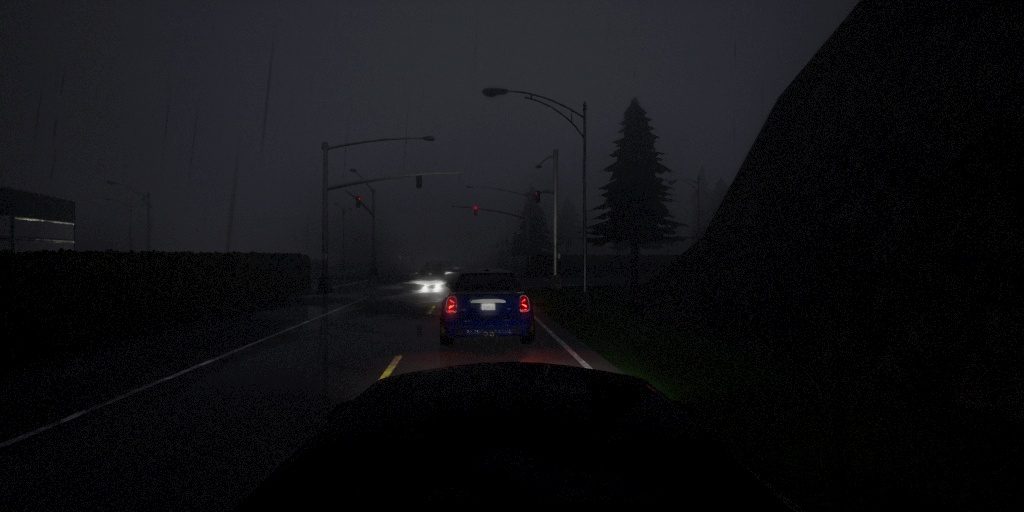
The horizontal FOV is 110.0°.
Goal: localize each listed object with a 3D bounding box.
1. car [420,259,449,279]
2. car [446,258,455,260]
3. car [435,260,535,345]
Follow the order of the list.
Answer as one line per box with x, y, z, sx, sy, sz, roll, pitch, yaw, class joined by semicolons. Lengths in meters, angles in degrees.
-7.103;1.242;32.343;2.128;1.511;4.902;0;0;-7;car
-8.674;1.314;45.602;1.994;1.385;4.181;0;0;-7;car
-0.737;1.102;9.753;2.097;1.767;4.553;0;0;-6;car
